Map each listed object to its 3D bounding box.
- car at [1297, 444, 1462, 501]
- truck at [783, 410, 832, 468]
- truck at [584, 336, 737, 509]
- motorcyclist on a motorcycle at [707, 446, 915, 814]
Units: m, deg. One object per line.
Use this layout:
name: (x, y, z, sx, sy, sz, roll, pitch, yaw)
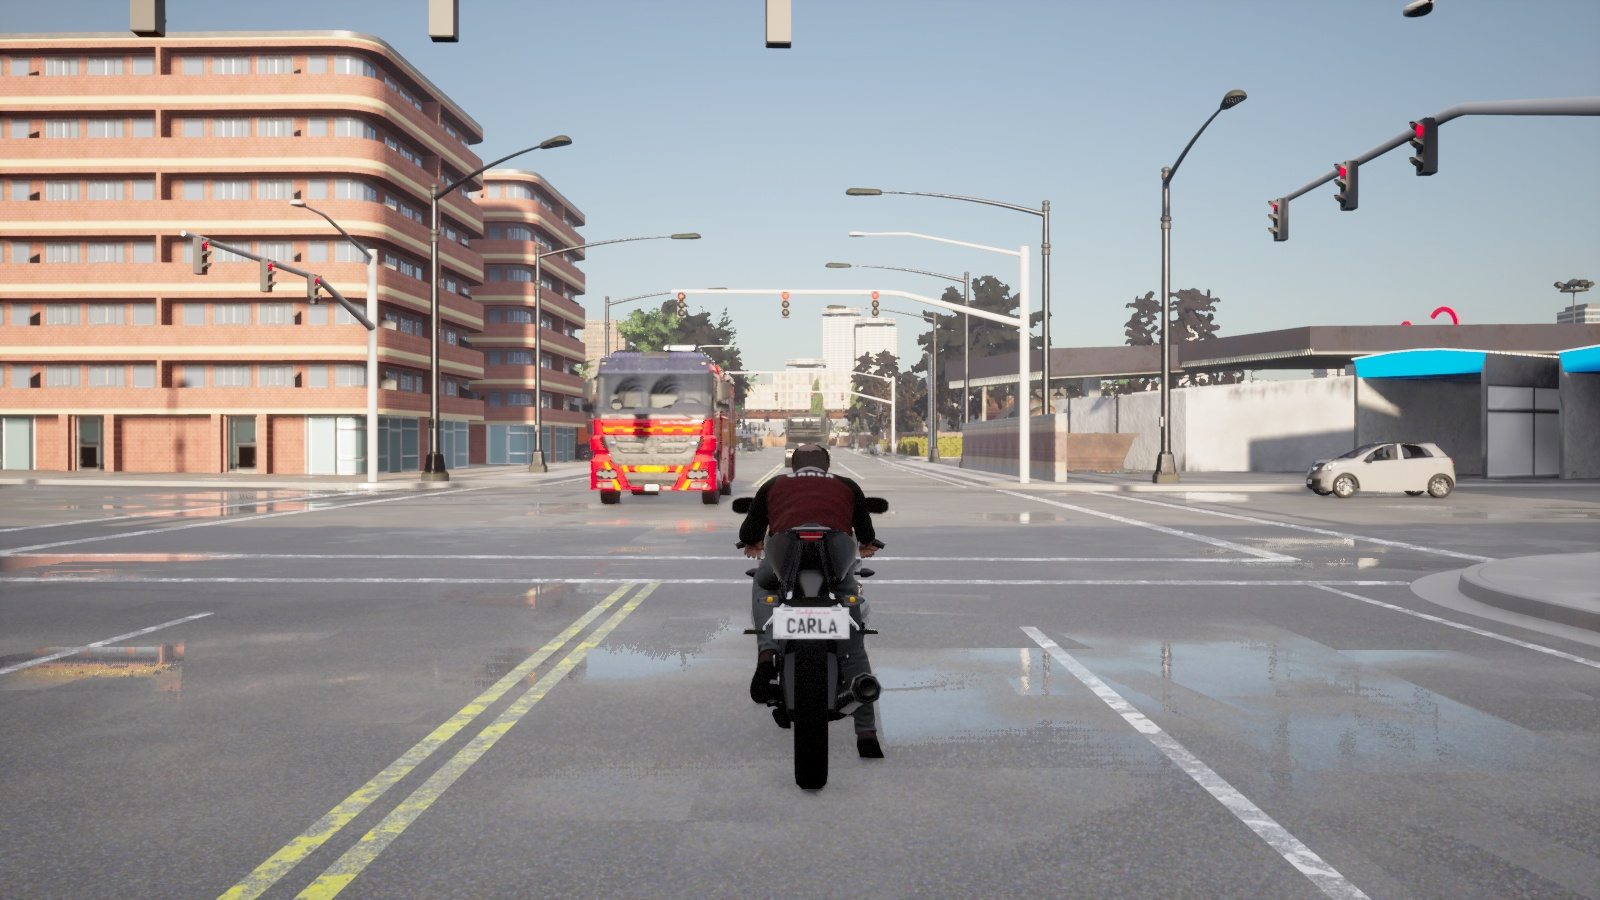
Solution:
car: (15.651, 0.580, 34.043, 3.633, 1.501, 1.845, 0, 0, 1)
truck: (0.466, -0.678, 78.471, 2.891, 3.462, 7.936, 0, 0, 0)
truck: (-3.299, -0.633, 32.036, 2.891, 3.827, 8.468, 0, 0, 0)
motorcyclist on a motorcycle: (0.052, 0.746, 6.329, 0.866, 1.530, 2.191, 0, 0, 0)
